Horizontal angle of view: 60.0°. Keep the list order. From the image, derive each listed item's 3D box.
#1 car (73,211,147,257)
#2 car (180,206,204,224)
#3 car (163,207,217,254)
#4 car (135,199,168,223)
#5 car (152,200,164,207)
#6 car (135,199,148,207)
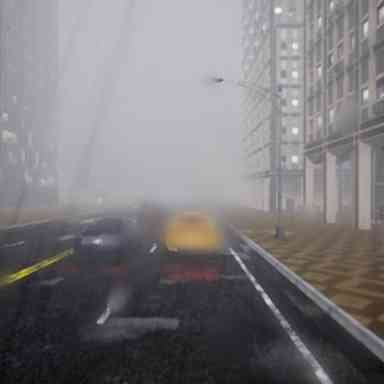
[{"bbox_3d":[-3.231,1.705,13.536,1.994,1.385,4.181,0,0,0],"label":"car"},{"bbox_3d":[0.014,1.887,28.216,1.895,1.301,4.718,0,-1,0],"label":"car"},{"bbox_3d":[0.025,1.624,14.218,1.882,1.535,5.008,0,0,0],"label":"car"},{"bbox_3d":[-3.233,1.639,28.389,2.097,1.767,4.553,0,-1,0],"label":"car"},{"bbox_3d":[-6.524,2.229,64.499,1.895,1.301,4.718,0,-1,1],"label":"car"},{"bbox_3d":[-9.775,2.131,64.501,1.837,1.490,4.892,0,0,1],"label":"car"}]
